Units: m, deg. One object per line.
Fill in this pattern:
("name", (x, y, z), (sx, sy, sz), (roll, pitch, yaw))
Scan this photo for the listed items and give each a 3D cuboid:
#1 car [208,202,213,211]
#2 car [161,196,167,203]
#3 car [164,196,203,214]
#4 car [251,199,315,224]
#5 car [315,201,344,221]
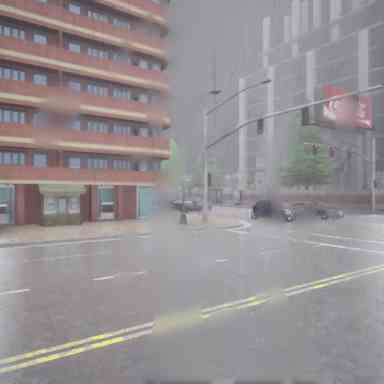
("car", (0.518, 1.351, 40.342), (2.097, 1.767, 4.553), (0, 0, -35))
("car", (-4.919, 1.526, 60.662), (1.812, 1.442, 4.674), (0, 0, -35))
("car", (-0.765, 1.525, 36.089), (1.812, 1.442, 4.674), (0, 0, -35))
("car", (6.435, 1.351, 24.734), (2.097, 1.767, 4.553), (0, 0, -26))
("car", (9.821, 1.492, 27.052), (2.128, 1.511, 4.902), (0, 0, -35))
